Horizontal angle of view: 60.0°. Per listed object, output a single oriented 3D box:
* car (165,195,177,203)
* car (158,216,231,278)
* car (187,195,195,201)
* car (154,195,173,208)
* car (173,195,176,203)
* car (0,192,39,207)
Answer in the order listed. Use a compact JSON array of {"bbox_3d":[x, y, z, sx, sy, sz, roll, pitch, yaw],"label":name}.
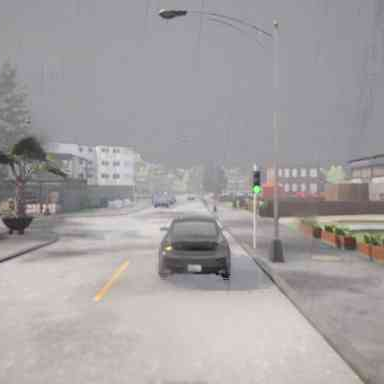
[{"bbox_3d":[-4.124,1.432,66.760,2.128,1.511,4.902,0,0,0],"label":"car"},{"bbox_3d":[0.064,1.496,10.054,1.837,1.490,4.892,0,0,0],"label":"car"},{"bbox_3d":[-0.150,1.452,80.547,2.128,1.511,4.902,0,0,0],"label":"car"},{"bbox_3d":[-4.181,1.435,46.917,1.882,1.535,5.008,0,0,0],"label":"car"},{"bbox_3d":[-4.175,1.427,56.330,1.882,1.535,5.008,0,0,0],"label":"car"},{"bbox_3d":[-19.829,0.952,38.534,1.905,1.878,3.866,0,0,35],"label":"car"}]
